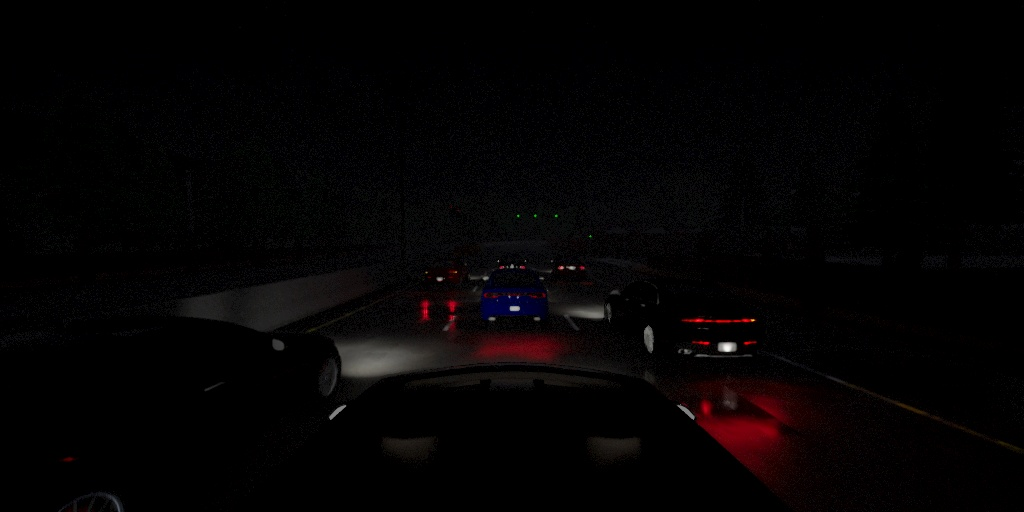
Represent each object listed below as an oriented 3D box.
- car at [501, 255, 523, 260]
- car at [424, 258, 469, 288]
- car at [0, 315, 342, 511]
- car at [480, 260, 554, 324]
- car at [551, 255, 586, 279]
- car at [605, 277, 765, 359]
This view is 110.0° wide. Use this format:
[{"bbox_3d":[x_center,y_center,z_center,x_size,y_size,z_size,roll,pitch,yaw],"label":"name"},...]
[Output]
[{"bbox_3d":[-0.004,0.622,23.991,2.033,1.411,5.357,0,3,0],"label":"car"},{"bbox_3d":[-3.482,0.818,19.477,1.812,1.442,4.674,0,3,0],"label":"car"},{"bbox_3d":[-3.408,1.286,3.339,1.812,1.442,4.674,0,0,0],"label":"car"},{"bbox_3d":[0.059,1.120,11.652,1.882,1.535,5.008,0,2,0],"label":"car"},{"bbox_3d":[3.667,0.635,23.740,2.033,1.411,5.357,0,3,3],"label":"car"},{"bbox_3d":[3.573,1.226,8.385,1.837,1.490,4.892,0,1,0],"label":"car"}]
